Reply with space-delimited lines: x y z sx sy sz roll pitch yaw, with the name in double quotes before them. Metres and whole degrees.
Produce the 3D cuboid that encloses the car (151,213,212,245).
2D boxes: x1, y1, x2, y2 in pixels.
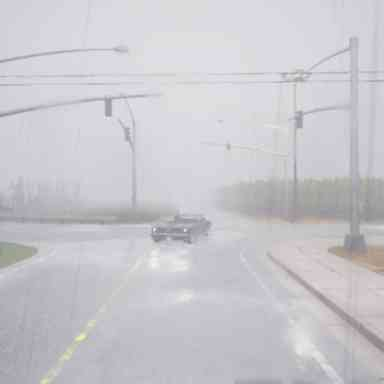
"car" -0.376 1.762 16.750 1.895 1.301 4.718 0 0 17
